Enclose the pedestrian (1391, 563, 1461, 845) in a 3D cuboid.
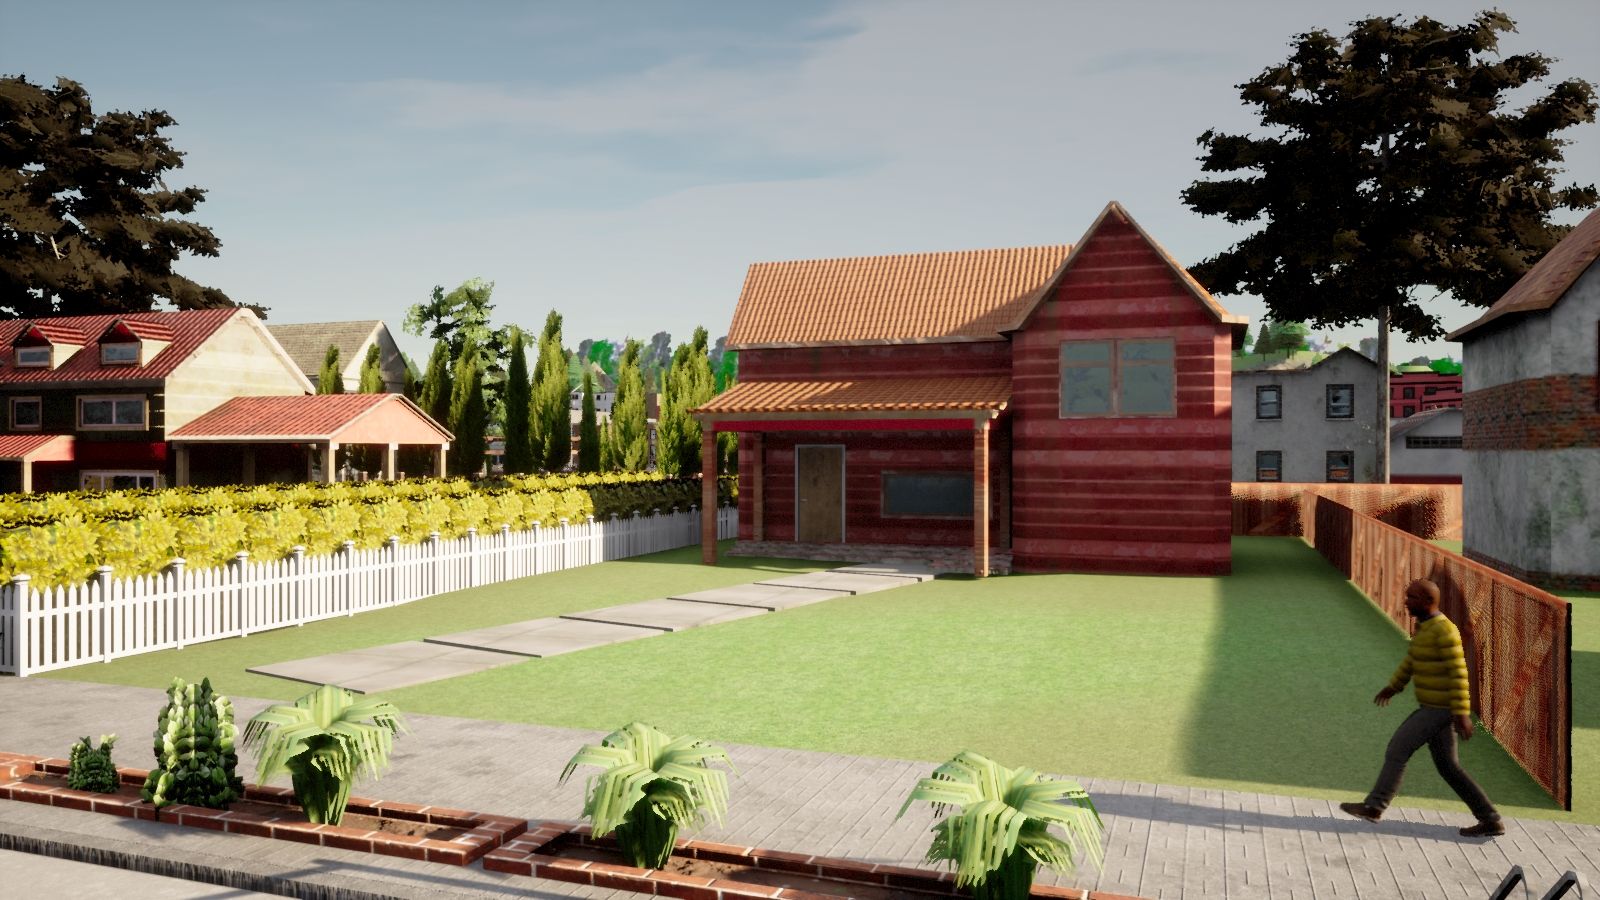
[{"bbox_3d":[4.357,1.744,7.967,0.375,1.860,0.375,0,0,20],"label":"pedestrian"}]
